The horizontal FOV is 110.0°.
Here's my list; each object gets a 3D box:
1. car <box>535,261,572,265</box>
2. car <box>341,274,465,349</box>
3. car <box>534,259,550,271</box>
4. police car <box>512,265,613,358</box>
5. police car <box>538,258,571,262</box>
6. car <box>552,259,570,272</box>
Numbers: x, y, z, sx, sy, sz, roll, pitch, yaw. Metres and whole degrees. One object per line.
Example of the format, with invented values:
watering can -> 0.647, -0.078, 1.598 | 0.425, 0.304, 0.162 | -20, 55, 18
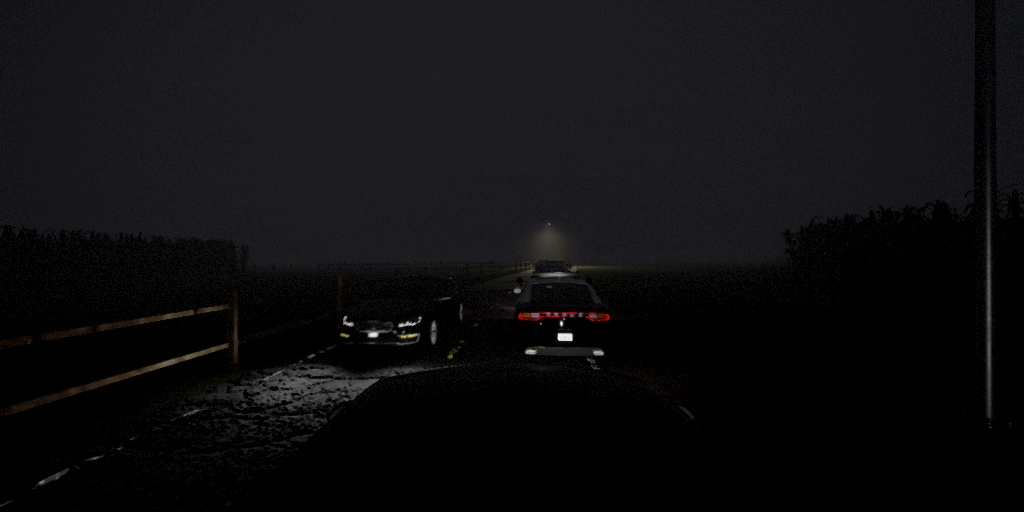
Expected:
car -> 1.959, 1.218, 18.357 | 1.882, 1.535, 5.008 | 0, 0, 7
car -> -2.483, 1.253, 9.273 | 1.837, 1.490, 4.892 | 0, 0, 4
car -> 4.248, 1.231, 50.076 | 1.812, 1.442, 4.674 | 0, 0, 11
police car -> 1.053, 1.173, 8.661 | 1.930, 1.638, 5.238 | 0, 0, 3
police car -> 2.845, 1.159, 24.311 | 1.930, 1.638, 5.238 | 0, 0, 10
car -> 6.201, 1.188, 45.280 | 1.882, 1.535, 5.008 | 0, 0, 12
